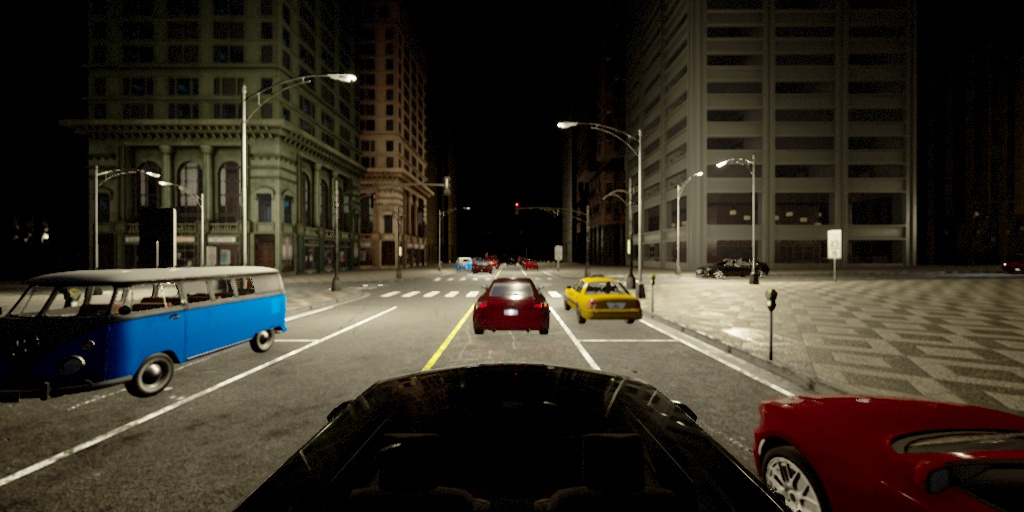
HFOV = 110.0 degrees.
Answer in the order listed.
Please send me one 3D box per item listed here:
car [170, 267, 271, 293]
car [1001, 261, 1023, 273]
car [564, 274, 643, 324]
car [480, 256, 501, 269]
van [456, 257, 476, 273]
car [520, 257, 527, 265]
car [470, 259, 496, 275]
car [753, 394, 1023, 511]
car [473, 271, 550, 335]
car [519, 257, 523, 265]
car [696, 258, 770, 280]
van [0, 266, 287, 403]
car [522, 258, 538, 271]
[{"bbox_3d":[-18.837,1.525,23.352,5.008,1.535,1.882,-1,0,0],"label":"car"},{"bbox_3d":[39.466,0.656,26.423,4.718,1.301,1.895,-1,0,0],"label":"car"},{"bbox_3d":[2.752,1.271,11.785,1.751,1.417,4.829,0,0,0],"label":"car"},{"bbox_3d":[-3.185,0.963,55.095,2.150,2.045,5.566,0,1,0],"label":"car"},{"bbox_3d":[-5.855,1.084,44.184,1.690,1.789,3.998,0,0,0],"label":"van"},{"bbox_3d":[2.679,1.292,55.233,1.888,1.381,4.507,0,0,0],"label":"car"},{"bbox_3d":[-3.164,1.307,39.422,1.994,1.385,4.181,0,0,0],"label":"car"},{"bbox_3d":[2.766,1.295,1.034,1.888,1.381,4.507,0,0,0],"label":"car"},{"bbox_3d":[0.018,1.310,10.549,1.994,1.385,4.181,0,0,1],"label":"car"},{"bbox_3d":[2.667,1.295,60.758,1.888,1.381,4.507,0,0,0],"label":"car"},{"bbox_3d":[16.216,0.940,26.489,4.892,1.490,1.837,-1,0,0],"label":"car"},{"bbox_3d":[-5.769,1.089,6.200,1.690,1.789,3.998,0,0,0],"label":"van"},{"bbox_3d":[2.691,1.290,49.707,1.888,1.381,4.507,0,0,0],"label":"car"}]
